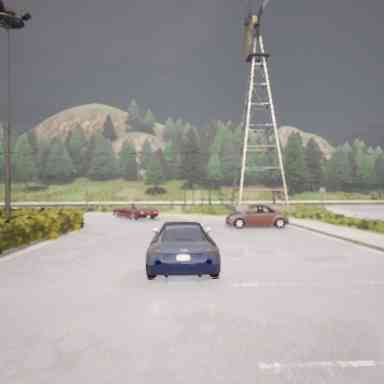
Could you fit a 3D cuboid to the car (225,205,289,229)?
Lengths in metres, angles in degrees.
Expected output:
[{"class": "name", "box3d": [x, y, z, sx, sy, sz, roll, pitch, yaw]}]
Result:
[{"class": "car", "box3d": [4.069, 1.527, 21.217, 3.905, 1.438, 1.784, 0, 0, -2]}]

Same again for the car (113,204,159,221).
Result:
[{"class": "car", "box3d": [-4.783, 1.649, 27.757, 1.895, 1.301, 4.718, 0, 0, -38]}]

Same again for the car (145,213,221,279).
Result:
[{"class": "car", "box3d": [-0.289, 1.576, 10.120, 1.994, 1.385, 4.181, 0, 0, -2]}]
